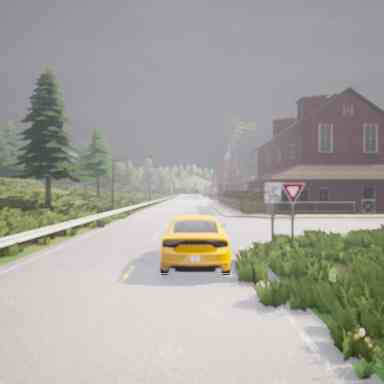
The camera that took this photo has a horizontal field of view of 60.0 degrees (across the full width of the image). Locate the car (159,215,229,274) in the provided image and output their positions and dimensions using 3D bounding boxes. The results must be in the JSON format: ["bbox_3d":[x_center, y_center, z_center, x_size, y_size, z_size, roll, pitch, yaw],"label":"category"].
[{"bbox_3d":[0.088,1.452,10.478,1.882,1.535,5.008,0,0,0],"label":"car"}]
